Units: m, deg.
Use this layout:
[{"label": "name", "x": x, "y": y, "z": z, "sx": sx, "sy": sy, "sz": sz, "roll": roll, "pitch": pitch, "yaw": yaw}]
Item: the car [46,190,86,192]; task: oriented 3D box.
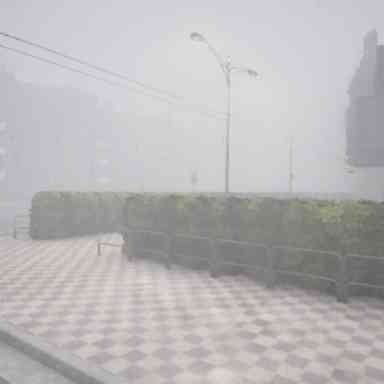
[{"label": "car", "x": -8.298, "y": 0.906, "z": 24.325, "sx": 2.150, "sy": 2.045, "sz": 5.566, "roll": 1, "pitch": 1, "yaw": 38}]
